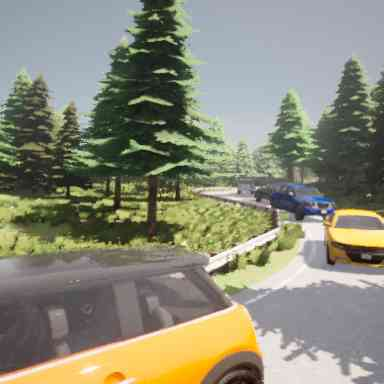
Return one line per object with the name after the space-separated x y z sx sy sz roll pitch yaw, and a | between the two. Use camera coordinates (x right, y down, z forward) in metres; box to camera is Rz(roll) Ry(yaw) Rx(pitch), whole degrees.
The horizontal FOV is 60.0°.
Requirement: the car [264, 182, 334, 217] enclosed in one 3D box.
7.006 0.583 21.518 2.150 2.045 5.566 2 3 -10 | car

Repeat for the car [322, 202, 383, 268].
5.537 1.377 11.218 1.882 1.535 5.008 1 2 20 | car

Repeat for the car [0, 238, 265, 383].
-1.535 1.365 2.707 4.553 1.767 2.097 1 -1 -37 | car

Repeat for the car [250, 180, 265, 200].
8.035 0.125 31.647 2.150 2.045 5.566 2 3 -16 | car

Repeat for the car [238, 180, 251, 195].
7.602 -0.726 46.064 2.150 2.045 5.566 2 3 14 | car
